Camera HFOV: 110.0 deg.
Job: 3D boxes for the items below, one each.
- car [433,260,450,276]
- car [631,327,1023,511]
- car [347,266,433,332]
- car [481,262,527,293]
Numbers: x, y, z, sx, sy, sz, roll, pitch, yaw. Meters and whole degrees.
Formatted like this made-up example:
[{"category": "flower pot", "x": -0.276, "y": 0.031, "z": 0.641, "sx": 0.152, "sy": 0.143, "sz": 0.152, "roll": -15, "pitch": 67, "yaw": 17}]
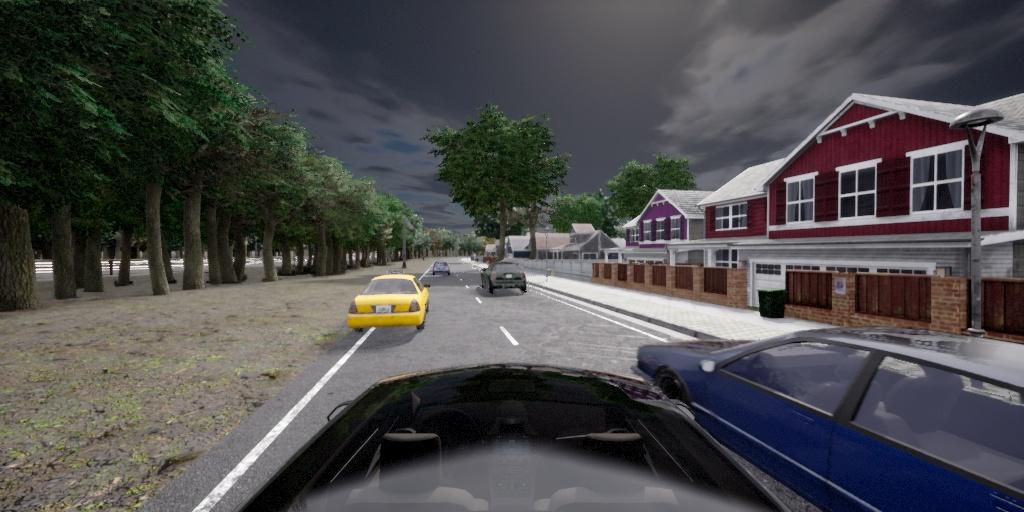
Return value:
[{"category": "car", "x": -7.677, "y": 1.339, "z": 38.855, "sx": 2.033, "sy": 1.411, "sz": 5.357, "roll": 0, "pitch": 0, "yaw": -12}, {"category": "car", "x": 3.036, "y": 1.297, "z": 2.717, "sx": 2.033, "sy": 1.411, "sz": 5.357, "roll": 0, "pitch": 0, "yaw": -11}, {"category": "car", "x": -3.490, "y": 1.207, "z": 10.873, "sx": 1.801, "sy": 1.575, "sz": 5.366, "roll": 0, "pitch": 0, "yaw": -11}, {"category": "car", "x": -0.584, "y": 1.113, "z": 21.085, "sx": 2.097, "sy": 1.767, "sz": 4.553, "roll": 0, "pitch": 0, "yaw": -11}]
